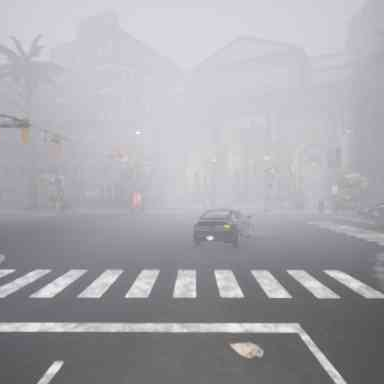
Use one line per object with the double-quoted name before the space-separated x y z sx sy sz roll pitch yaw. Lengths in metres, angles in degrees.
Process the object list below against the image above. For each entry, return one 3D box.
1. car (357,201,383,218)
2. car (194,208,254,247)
"car" 17.063 1.498 29.098 4.892 1.490 1.837 0 0 1
"car" 1.532 1.502 15.069 1.837 1.490 4.892 -2 0 20
